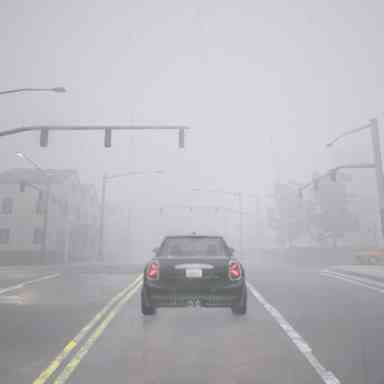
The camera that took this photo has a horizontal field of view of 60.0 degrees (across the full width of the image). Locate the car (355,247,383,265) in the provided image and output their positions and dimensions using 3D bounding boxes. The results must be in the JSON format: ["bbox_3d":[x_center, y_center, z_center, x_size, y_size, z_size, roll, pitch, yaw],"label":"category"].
[{"bbox_3d":[16.418,5.346,28.091,5.008,1.535,1.882,0,-11,1],"label":"car"}]

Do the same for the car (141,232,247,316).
[{"bbox_3d":[0.048,1.824,8.460,2.097,1.767,4.553,0,-7,0],"label":"car"}]

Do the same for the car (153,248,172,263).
[{"bbox_3d":[-3.722,8.161,42.816,2.097,1.767,4.553,0,-11,0],"label":"car"}]
